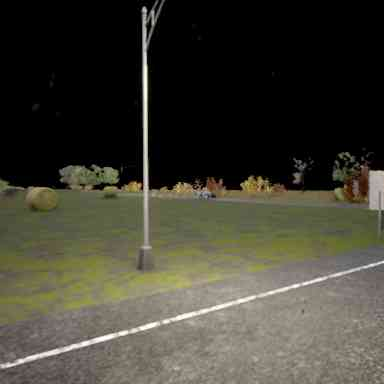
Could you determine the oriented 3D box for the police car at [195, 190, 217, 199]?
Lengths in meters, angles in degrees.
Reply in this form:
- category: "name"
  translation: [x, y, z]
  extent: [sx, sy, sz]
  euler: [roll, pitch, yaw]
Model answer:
- category: "police car"
  translation: [2.521, 0.400, 59.824]
  extent: [1.930, 1.638, 5.238]
  euler: [1, 1, -32]
